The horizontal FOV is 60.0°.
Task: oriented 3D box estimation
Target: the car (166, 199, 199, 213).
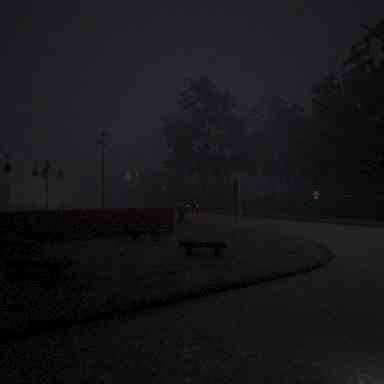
[{"bbox_3d":[-1.109,1.526,35.724,1.812,1.442,4.674,0,0,-35],"label":"car"}]
